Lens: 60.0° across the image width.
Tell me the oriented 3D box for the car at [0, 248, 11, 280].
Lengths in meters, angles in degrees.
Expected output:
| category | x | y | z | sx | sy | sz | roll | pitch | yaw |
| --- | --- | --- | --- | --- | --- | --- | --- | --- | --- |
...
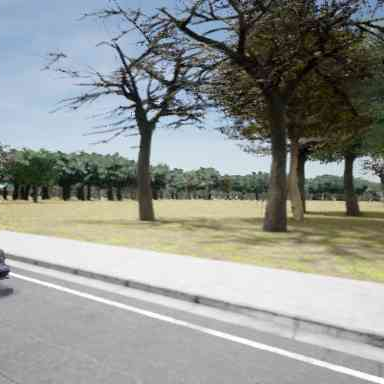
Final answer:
| category | x | y | z | sx | sy | sz | roll | pitch | yaw |
| --- | --- | --- | --- | --- | --- | --- | --- | --- | --- |
| car | -6.617 | 1.534 | 8.283 | 5.357 | 1.411 | 2.033 | 0 | 0 | 35 |
